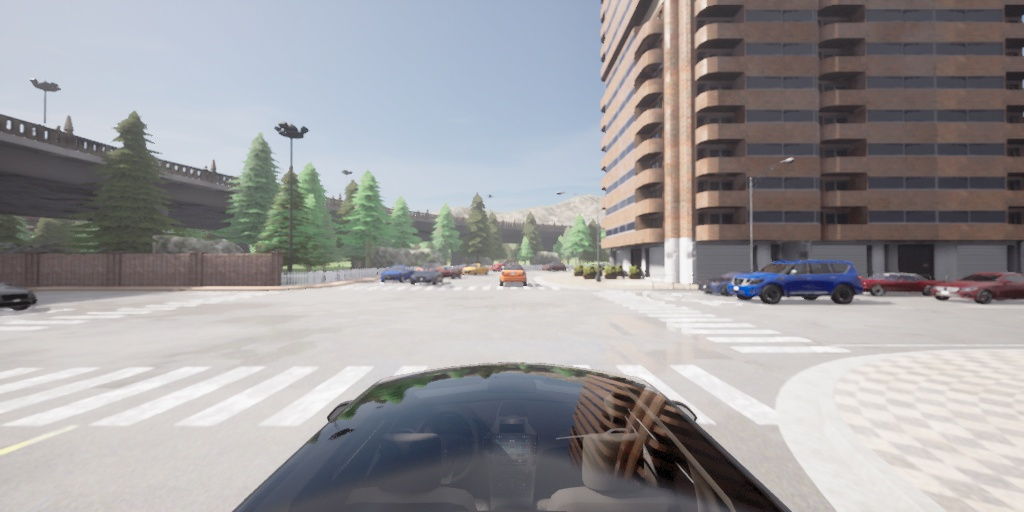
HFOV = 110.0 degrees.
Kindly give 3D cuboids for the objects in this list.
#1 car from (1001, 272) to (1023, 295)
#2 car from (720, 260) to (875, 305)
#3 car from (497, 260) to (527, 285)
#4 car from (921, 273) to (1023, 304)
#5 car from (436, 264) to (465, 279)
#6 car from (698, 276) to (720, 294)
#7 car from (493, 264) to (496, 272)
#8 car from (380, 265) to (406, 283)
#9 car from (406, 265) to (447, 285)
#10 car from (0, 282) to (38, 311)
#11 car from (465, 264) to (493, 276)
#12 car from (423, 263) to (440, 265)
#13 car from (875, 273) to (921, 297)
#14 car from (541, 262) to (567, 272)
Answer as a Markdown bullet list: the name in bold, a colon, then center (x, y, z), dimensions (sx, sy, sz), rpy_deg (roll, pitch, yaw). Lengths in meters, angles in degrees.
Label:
- **car**: center (32.129, 1.643, 20.860), dimensions (4.718, 1.301, 1.895), rpy_deg (0, -1, 0)
- **car**: center (13.646, 1.221, 17.419), dimensions (5.566, 2.045, 2.150), rpy_deg (0, -1, 0)
- **car**: center (0.096, 1.450, 29.926), dimensions (2.097, 1.767, 4.553), rpy_deg (0, -1, 0)
- **car**: center (23.327, 1.525, 17.388), dimensions (4.674, 1.442, 1.812), rpy_deg (0, -1, 0)
- **car**: center (-6.729, 1.805, 38.548), dimensions (1.895, 1.301, 4.718), rpy_deg (0, -1, 5)
- **car**: center (13.212, 1.606, 20.931), dimensions (4.181, 1.385, 1.994), rpy_deg (0, -1, -1)
- **car**: center (-1.057, 1.698, 60.688), dimensions (2.150, 2.045, 5.566), rpy_deg (-1, -1, 42)
- **car**: center (-10.381, 1.612, 32.943), dimensions (1.882, 1.535, 5.008), rpy_deg (0, -1, 2)
- **car**: center (-6.998, 1.660, 29.793), dimensions (1.994, 1.385, 4.181), rpy_deg (0, -1, 1)
- **car**: center (-21.437, 1.458, 13.771), dimensions (4.892, 1.490, 1.837), rpy_deg (0, -1, 0)
- **car**: center (-4.769, 1.792, 47.484), dimensions (1.882, 1.535, 5.008), rpy_deg (0, -1, 21)
- **car**: center (-9.677, 1.598, 41.936), dimensions (2.097, 1.767, 4.553), rpy_deg (0, -1, 11)
- **car**: center (21.972, 1.643, 20.899), dimensions (4.718, 1.301, 1.895), rpy_deg (0, -1, 0)
- **car**: center (7.353, 1.858, 62.981), dimensions (4.553, 1.767, 2.097), rpy_deg (1, -1, -33)
